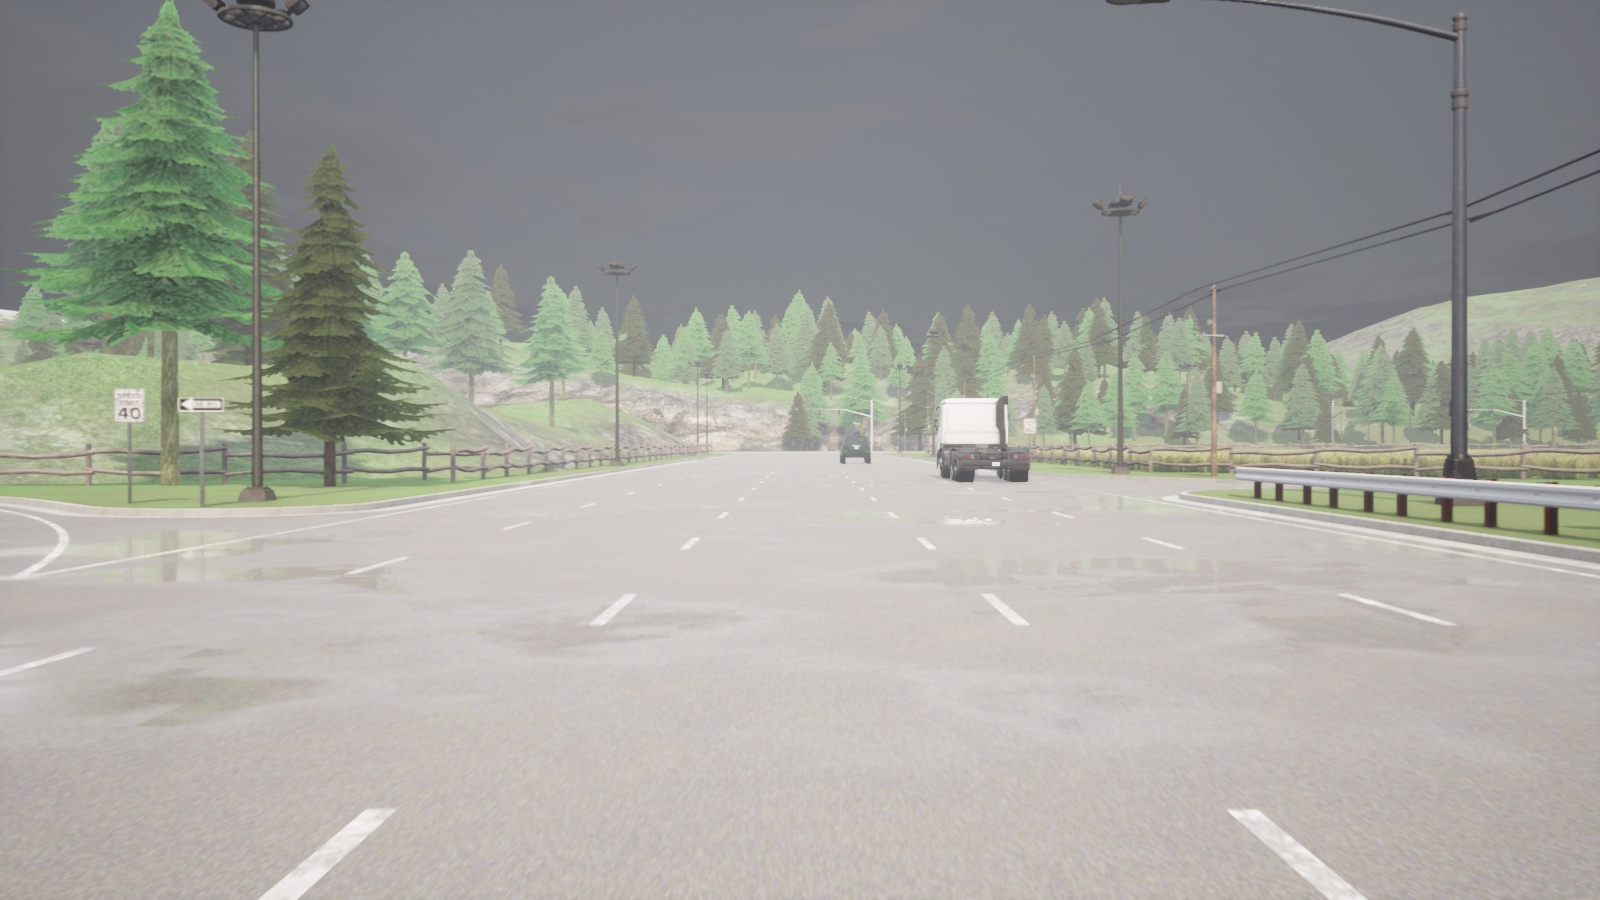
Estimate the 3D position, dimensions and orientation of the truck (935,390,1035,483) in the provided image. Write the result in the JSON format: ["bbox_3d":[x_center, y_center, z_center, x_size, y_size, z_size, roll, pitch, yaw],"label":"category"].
[{"bbox_3d":[7.302,-0.515,50.643,2.891,3.462,7.936,0,0,0],"label":"truck"}]

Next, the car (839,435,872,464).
[{"bbox_3d":[4.036,-0.053,92.260,2.150,2.045,5.566,0,0,0],"label":"car"}]
